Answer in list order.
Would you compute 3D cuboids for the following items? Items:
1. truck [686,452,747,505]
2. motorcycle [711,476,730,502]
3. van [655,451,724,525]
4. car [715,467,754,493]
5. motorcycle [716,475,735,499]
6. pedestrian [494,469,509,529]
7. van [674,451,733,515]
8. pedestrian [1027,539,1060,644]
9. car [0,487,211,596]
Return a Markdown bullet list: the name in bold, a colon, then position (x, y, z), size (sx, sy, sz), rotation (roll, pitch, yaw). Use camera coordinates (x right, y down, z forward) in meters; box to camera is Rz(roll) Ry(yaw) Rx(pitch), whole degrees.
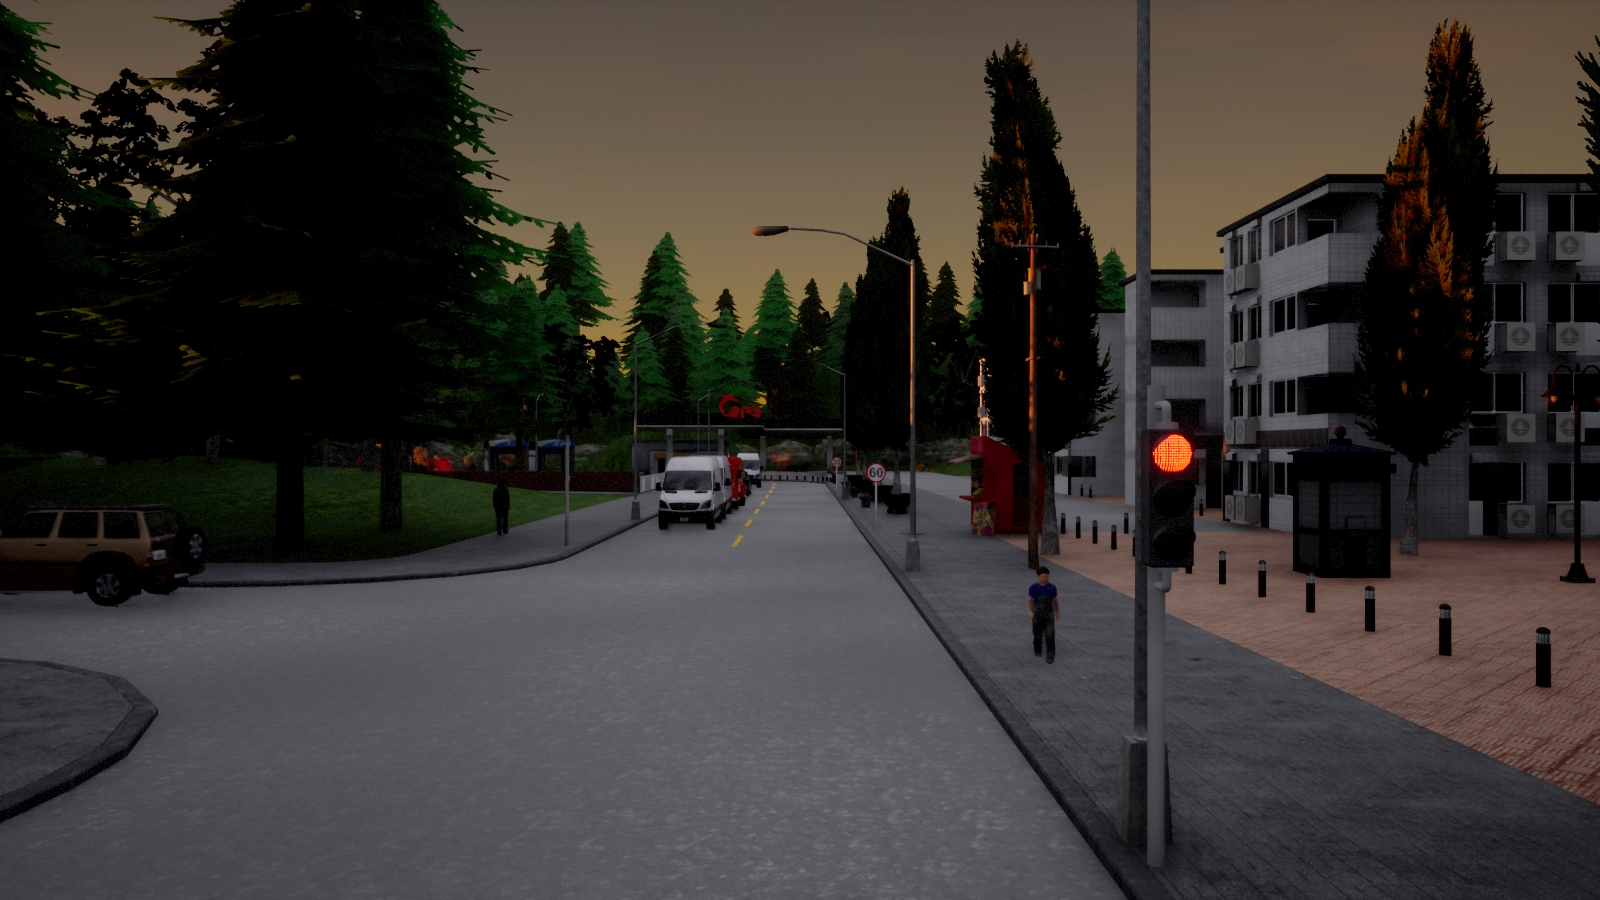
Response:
- **truck**: position (-3.995, 1.339, 55.631), size (2.627, 2.467, 5.204), rotation (0, 0, 0)
- **motorcycle**: position (-3.975, 1.953, 57.177), size (0.856, 1.236, 1.805), rotation (0, 0, 0)
- **van**: position (-4.013, 1.307, 42.390), size (1.988, 2.561, 5.915), rotation (0, 0, 0)
- **car**: position (-3.975, 1.816, 70.543), size (2.128, 1.511, 4.902), rotation (0, 0, 0)
- **motorcycle**: position (-3.988, 1.975, 61.268), size (0.867, 1.251, 2.209), rotation (0, 0, 0)
- **pedestrian**: position (-9.291, 1.519, 35.539), size (0.375, 1.860, 0.375), rotation (0, 0, 1)
- **van**: position (-4.007, 1.306, 48.327), size (1.988, 2.561, 5.915), rotation (0, 0, 0)
- **pedestrian**: position (3.116, 1.802, 14.643), size (0.375, 1.300, 0.375), rotation (0, 0, 6)
- **car**: position (-13.697, 1.640, 21.142), size (4.605, 1.855, 1.932), rotation (0, 0, 0)
